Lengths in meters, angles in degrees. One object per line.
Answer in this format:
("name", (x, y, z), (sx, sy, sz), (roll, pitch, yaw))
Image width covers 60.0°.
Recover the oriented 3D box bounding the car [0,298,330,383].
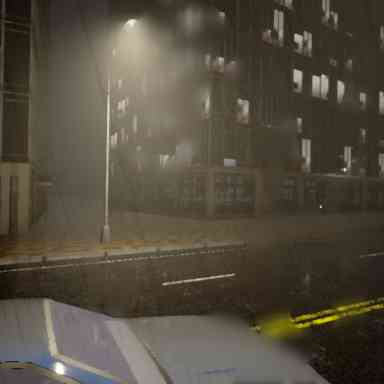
("car", (-1.489, 1.547, 2.178), (5.357, 1.411, 2.033), (0, 0, -26))
